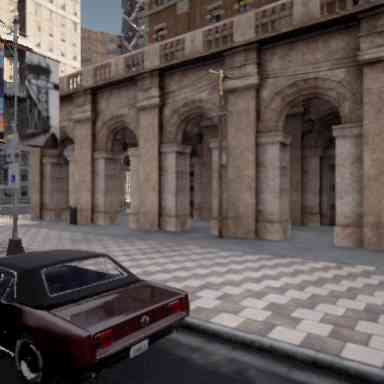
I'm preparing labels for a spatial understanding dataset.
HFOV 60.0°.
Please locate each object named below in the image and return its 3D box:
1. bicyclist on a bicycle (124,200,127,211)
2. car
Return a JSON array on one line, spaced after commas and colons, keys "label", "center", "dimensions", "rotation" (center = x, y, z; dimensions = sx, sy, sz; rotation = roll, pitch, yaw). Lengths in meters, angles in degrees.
[{"label": "bicyclist on a bicycle", "center": [-7.820, 1.306, 36.845], "dimensions": [1.656, 1.620, 0.582], "rotation": [0, 0, 35]}, {"label": "car", "center": [-2.447, 1.596, 5.307], "dimensions": [4.718, 1.301, 1.895], "rotation": [0, 0, 35]}]
